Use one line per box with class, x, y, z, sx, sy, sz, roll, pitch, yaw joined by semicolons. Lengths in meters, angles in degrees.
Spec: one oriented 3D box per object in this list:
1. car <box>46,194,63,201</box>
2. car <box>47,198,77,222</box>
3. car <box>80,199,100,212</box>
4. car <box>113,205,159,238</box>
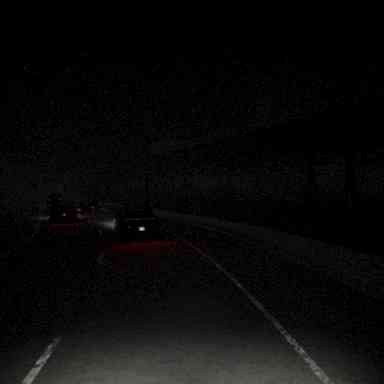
car;-21.456;1.302;52.006;2.150;2.045;5.566;-1;0;-24
car;-10.346;1.499;26.661;1.882;1.535;5.008;-1;0;-23
car;-12.015;1.529;39.248;1.812;1.442;4.674;-1;0;-24
car;-3.015;1.457;17.528;2.128;1.511;4.902;-1;0;-17
